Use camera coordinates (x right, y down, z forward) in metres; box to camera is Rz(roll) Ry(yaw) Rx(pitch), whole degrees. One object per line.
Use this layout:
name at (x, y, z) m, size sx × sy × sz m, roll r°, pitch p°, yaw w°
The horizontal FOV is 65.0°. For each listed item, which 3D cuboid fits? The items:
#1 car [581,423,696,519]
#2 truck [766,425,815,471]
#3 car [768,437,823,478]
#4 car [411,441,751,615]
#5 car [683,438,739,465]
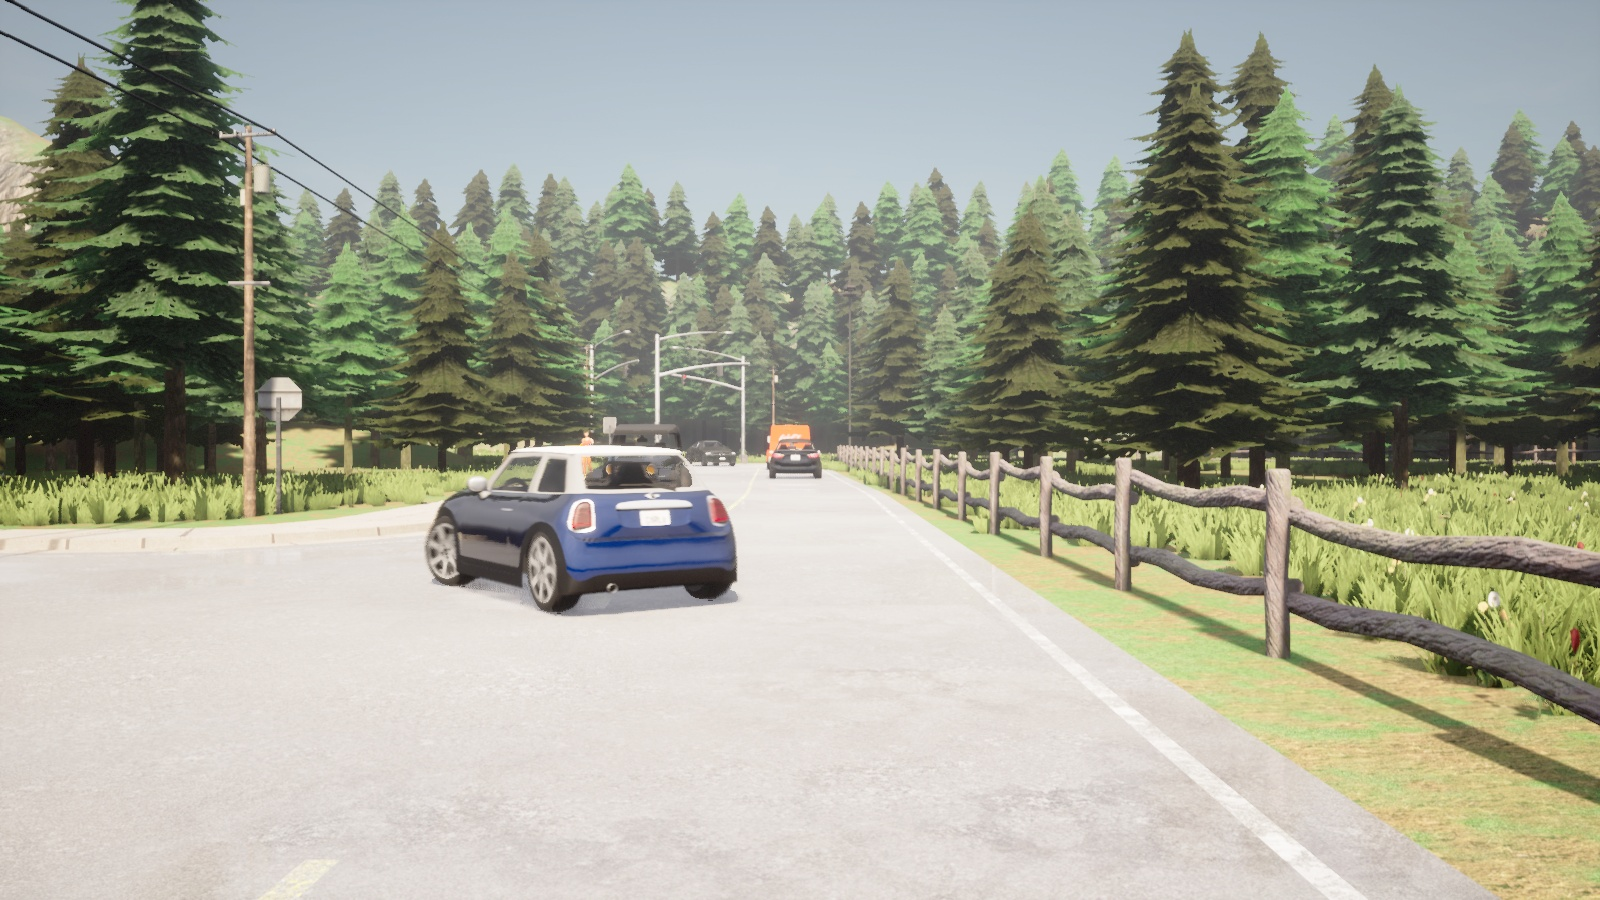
car at (-3.336, 0.381, 26.628) m, size 1.905 × 1.878 × 3.866 m, roll 0°, pitch 1°, yaw 0°
truck at (-0.592, -0.143, 70.272) m, size 2.627 × 2.467 × 5.204 m, roll 0°, pitch 0°, yaw -2°
car at (-0.211, 0.287, 53.348) m, size 2.242 × 1.667 × 4.611 m, roll 0°, pitch 0°, yaw -1°
car at (-2.363, 0.649, 12.763) m, size 1.970 × 1.475 × 3.806 m, roll 0°, pitch 0°, yaw -35°
car at (-5.706, 0.060, 80.131) m, size 2.152 × 1.651 × 5.027 m, roll 0°, pitch 1°, yaw -21°
